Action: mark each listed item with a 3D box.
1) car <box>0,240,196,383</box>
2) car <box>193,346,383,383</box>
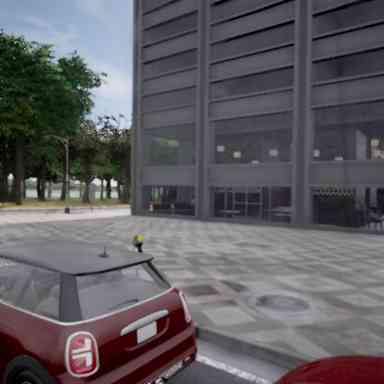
[{"bbox_3d":[-2.022,1.374,4.414,4.097,1.590,1.967,1,1,36],"label":"car"},{"bbox_3d":[2.396,1.566,1.249,4.507,1.381,1.887,1,1,36],"label":"car"}]
